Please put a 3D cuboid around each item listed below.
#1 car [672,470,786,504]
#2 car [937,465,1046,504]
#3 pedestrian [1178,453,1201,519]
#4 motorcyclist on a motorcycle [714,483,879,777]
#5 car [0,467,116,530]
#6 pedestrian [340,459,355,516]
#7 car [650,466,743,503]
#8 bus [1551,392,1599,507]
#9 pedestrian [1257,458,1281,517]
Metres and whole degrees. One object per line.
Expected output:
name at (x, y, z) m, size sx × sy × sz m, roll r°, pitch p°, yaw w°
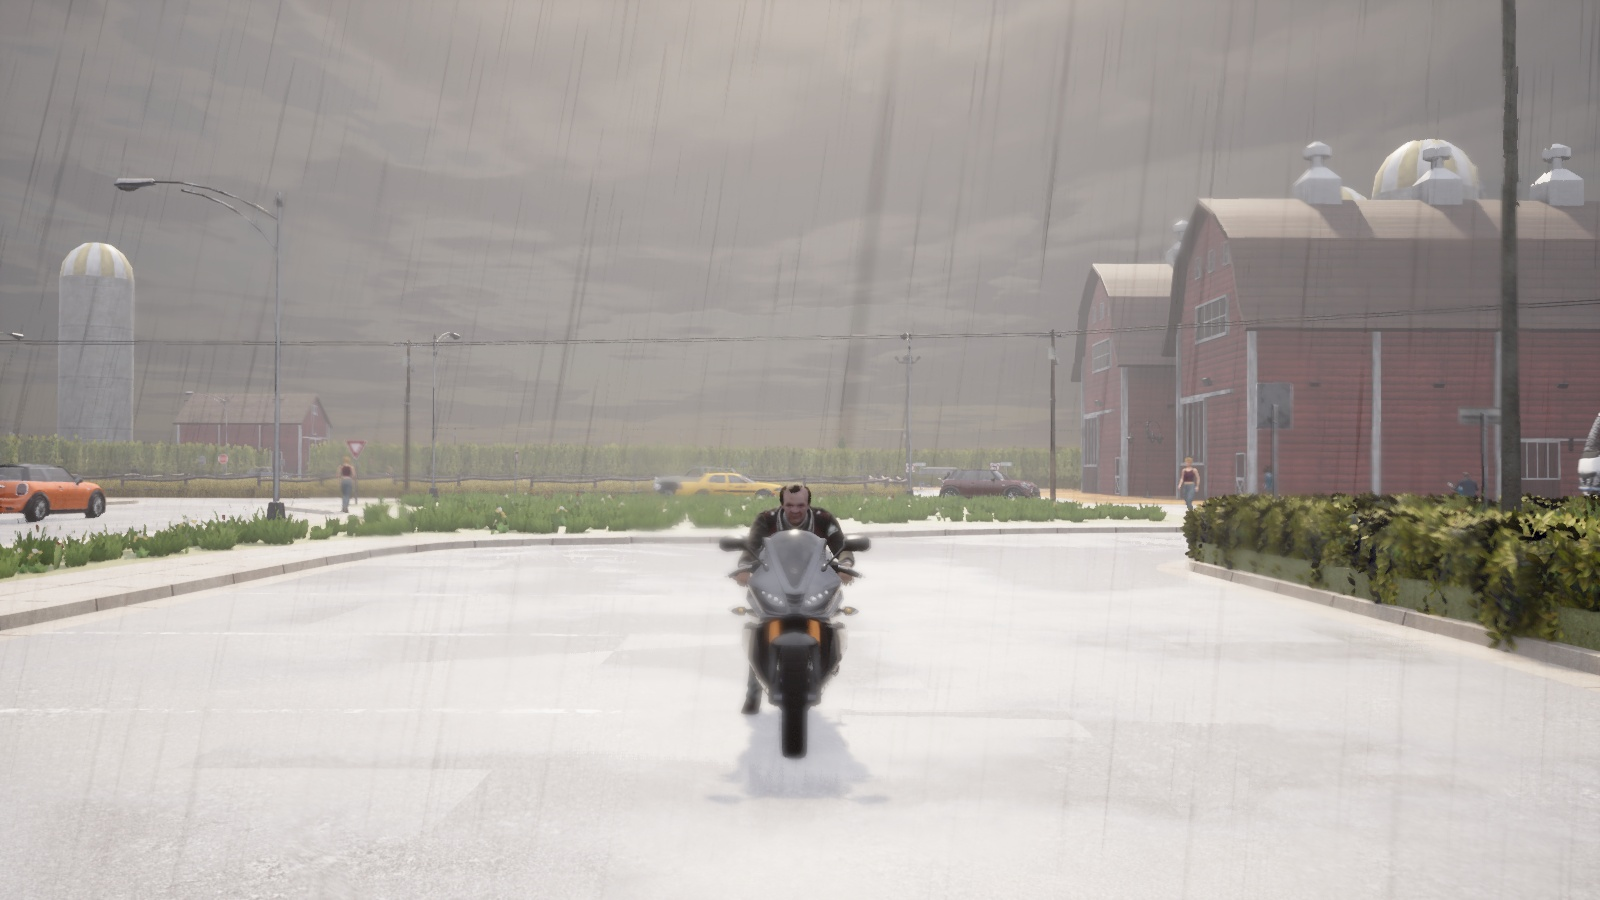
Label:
car at (-3.359, 1.780, 60.367) m, size 5.366 × 1.575 × 1.801 m, roll 0°, pitch -1°, yaw 0°
car at (8.877, 1.589, 58.289) m, size 4.553 × 1.767 × 2.097 m, roll -1°, pitch -1°, yaw 26°
pedestrian at (10.930, 1.017, 35.246) m, size 0.594 × 1.836 × 0.345 m, roll 1°, pitch -1°, yaw -38°
motorcyclist on a motorcycle at (-0.023, 0.979, 7.742) m, size 0.866 × 1.530 × 2.191 m, roll 0°, pitch -1°, yaw 0°
car at (-22.755, 1.394, 37.597) m, size 2.097 × 1.767 × 4.553 m, roll 0°, pitch -1°, yaw -1°
pedestrian at (-14.570, 1.206, 40.436) m, size 0.345 × 1.836 × 0.594 m, roll 0°, pitch -1°, yaw -10°
car at (-5.223, 1.723, 63.883) m, size 4.605 × 1.855 × 1.932 m, roll 0°, pitch -1°, yaw -1°
bus at (34.238, -0.041, 46.716) m, size 10.273 × 4.253 × 3.944 m, roll -1°, pitch -1°, yaw 23°
pedestrian at (15.529, 1.234, 41.578) m, size 0.692 × 1.930 × 0.396 m, roll 0°, pitch -1°, yaw 15°
